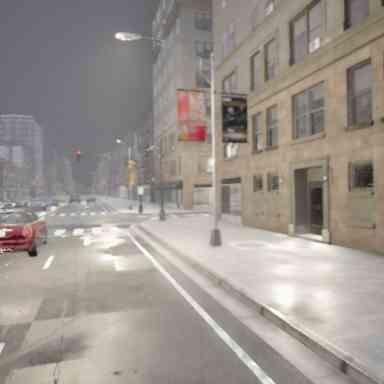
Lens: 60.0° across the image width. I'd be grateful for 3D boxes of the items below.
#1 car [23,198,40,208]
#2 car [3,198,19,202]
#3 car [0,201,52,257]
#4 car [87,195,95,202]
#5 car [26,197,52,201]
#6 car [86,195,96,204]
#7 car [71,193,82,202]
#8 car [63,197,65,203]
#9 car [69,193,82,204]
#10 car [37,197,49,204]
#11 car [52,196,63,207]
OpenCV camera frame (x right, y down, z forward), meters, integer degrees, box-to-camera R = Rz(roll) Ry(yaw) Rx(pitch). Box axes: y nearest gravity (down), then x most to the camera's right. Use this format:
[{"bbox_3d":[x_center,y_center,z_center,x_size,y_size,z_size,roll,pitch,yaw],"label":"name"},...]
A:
[{"bbox_3d":[-27.518,1.797,57.225,1.837,1.490,4.892,-1,0,-17],"label":"car"},{"bbox_3d":[-22.831,1.611,41.828,2.097,1.767,4.553,-1,0,-17],"label":"car"},{"bbox_3d":[-6.974,1.429,13.048,2.097,1.767,4.553,-1,0,-18],"label":"car"},{"bbox_3d":[-24.615,1.574,80.935,1.812,1.442,4.674,-1,0,-17],"label":"car"},{"bbox_3d":[-19.732,1.560,42.805,2.097,1.767,4.553,-1,0,-17],"label":"car"},{"bbox_3d":[-21.539,1.658,70.980,1.837,1.490,4.892,-1,0,-17],"label":"car"},{"bbox_3d":[-27.734,1.327,80.004,2.150,2.045,5.566,-1,0,-17],"label":"car"},{"bbox_3d":[-28.648,1.681,71.969,1.882,1.535,5.008,-1,0,-17],"label":"car"},{"bbox_3d":[-24.657,1.434,70.049,2.150,2.045,5.566,-1,0,-17],"label":"car"},{"bbox_3d":[-31.856,1.790,71.348,1.812,1.442,4.674,-1,0,-17],"label":"car"},{"bbox_3d":[-24.208,1.732,57.489,2.128,1.511,4.902,-1,0,-16],"label":"car"}]
